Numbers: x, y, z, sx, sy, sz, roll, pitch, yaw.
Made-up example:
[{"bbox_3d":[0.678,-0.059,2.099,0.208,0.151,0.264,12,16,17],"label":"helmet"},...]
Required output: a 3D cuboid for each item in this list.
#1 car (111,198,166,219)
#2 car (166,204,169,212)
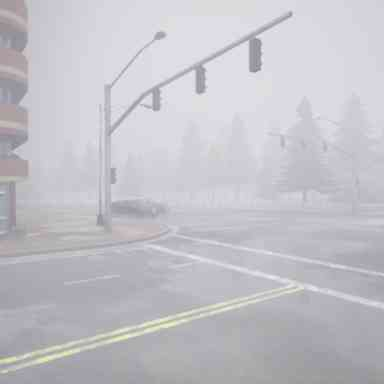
[{"bbox_3d":[-4.999,1.385,28.119,4.902,1.511,2.128,0,0,36],"label":"car"},{"bbox_3d":[-4.383,1.373,31.936,4.902,1.511,2.128,0,0,33],"label":"car"}]
